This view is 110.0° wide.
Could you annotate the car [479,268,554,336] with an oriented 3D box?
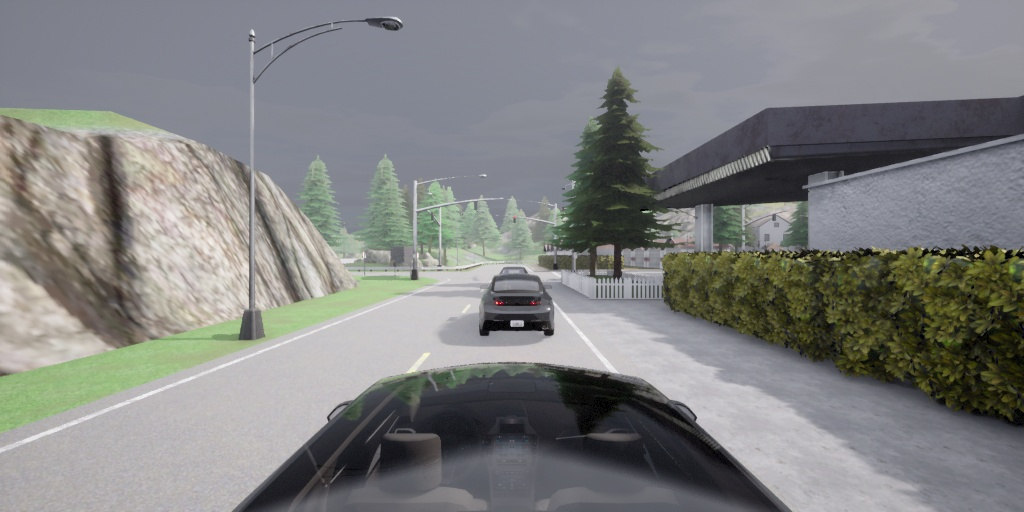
[{"bbox_3d":[0.117,1.255,10.376,1.837,1.490,4.892,0,0,0],"label":"car"}]
